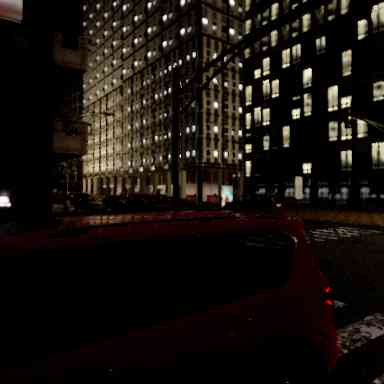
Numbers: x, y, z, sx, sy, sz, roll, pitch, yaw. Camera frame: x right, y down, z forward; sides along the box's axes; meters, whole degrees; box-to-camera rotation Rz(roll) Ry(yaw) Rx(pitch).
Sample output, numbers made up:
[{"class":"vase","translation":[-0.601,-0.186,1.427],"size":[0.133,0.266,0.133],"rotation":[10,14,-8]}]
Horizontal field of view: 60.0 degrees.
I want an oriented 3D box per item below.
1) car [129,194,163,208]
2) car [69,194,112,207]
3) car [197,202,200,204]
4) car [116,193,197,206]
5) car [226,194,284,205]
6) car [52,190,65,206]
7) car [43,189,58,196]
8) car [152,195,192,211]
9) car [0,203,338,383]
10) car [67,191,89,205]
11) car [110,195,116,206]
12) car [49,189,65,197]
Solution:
[{"class":"car","translation":[-5.331,0.990,37.970],"size":[1.947,1.339,4.313],"rotation":[2,0,-36]},{"class":"car","translation":[-8.802,1.080,28.501],"size":[1.802,1.307,4.206],"rotation":[2,0,-36]},{"class":"car","translation":[-0.456,1.211,21.417],"size":[1.837,1.490,4.892],"rotation":[0,1,-36]},{"class":"car","translation":[-2.265,1.021,19.535],"size":[2.192,1.841,5.009],"rotation":[2,0,-36]},{"class":"car","translation":[4.472,1.051,24.517],"size":[2.192,1.841,5.009],"rotation":[2,0,-36]},{"class":"car","translation":[-15.331,0.839,37.467],"size":[2.008,1.369,4.403],"rotation":[2,0,-36]},{"class":"car","translation":[-31.455,0.120,73.843],"size":[1.887,1.381,4.507],"rotation":[2,0,-36]},{"class":"car","translation":[-2.065,1.094,33.486],"size":[1.947,1.339,4.313],"rotation":[2,0,-36]},{"class":"car","translation":[-1.097,1.224,2.712],"size":[5.566,2.045,2.150],"rotation":[0,0,-35]},{"class":"car","translation":[-12.524,0.826,38.008],"size":[1.837,1.490,4.892],"rotation":[0,1,-36]},{"class":"car","translation":[-6.464,1.007,29.671],"size":[2.128,1.511,4.902],"rotation":[0,1,-36]},{"class":"car","translation":[-28.186,0.123,69.358],"size":[1.967,1.590,4.097],"rotation":[2,0,-36]}]
